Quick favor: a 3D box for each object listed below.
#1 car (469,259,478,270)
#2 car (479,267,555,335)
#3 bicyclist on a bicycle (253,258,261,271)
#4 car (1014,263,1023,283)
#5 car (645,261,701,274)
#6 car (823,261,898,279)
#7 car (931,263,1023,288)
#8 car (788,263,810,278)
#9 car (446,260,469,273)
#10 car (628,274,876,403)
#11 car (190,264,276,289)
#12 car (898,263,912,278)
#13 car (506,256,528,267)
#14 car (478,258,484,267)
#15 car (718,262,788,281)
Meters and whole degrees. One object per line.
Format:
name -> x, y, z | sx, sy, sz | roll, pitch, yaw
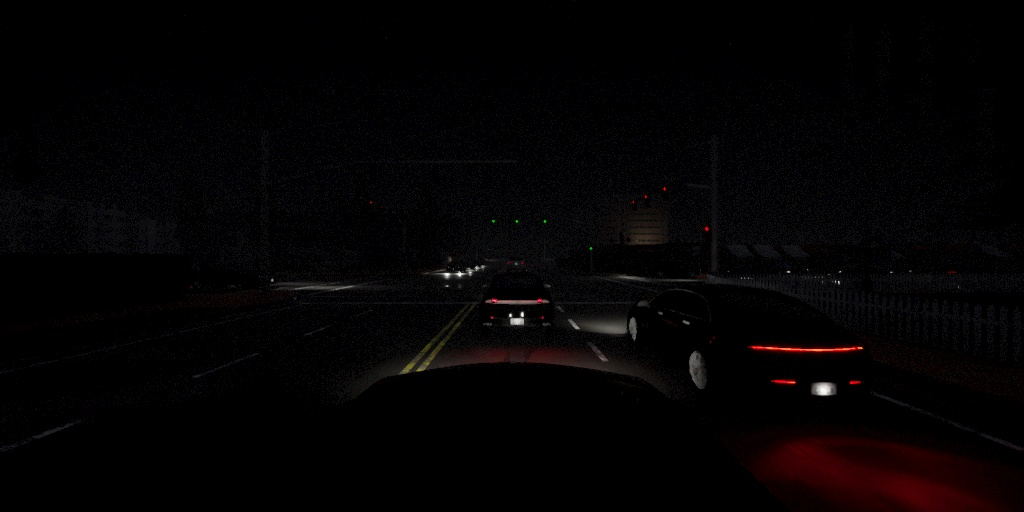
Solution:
car -> -6.759, 1.276, 54.093 | 1.812, 1.442, 4.674 | 0, 0, 1
car -> 0.134, 1.242, 10.428 | 2.128, 1.511, 4.902 | 0, 0, 0
bicyclist on a bicycle -> -26.163, 1.051, 36.762 | 0.582, 1.620, 1.656 | 0, 0, -3
car -> 40.959, 1.254, 26.637 | 4.892, 1.490, 1.837 | 0, 0, -1
car -> 14.931, 1.255, 33.416 | 4.892, 1.490, 1.837 | 0, 0, 1
car -> 28.885, 1.276, 30.102 | 4.674, 1.442, 1.812 | 0, 0, -1
car -> 29.827, 1.241, 22.928 | 4.902, 1.511, 2.128 | 0, 0, -1
car -> 24.670, 1.297, 33.534 | 5.357, 1.411, 2.033 | 0, 0, -1
car -> -6.830, 1.255, 44.270 | 1.837, 1.490, 4.892 | 0, 0, 0
car -> 3.590, 1.256, 6.507 | 1.837, 1.490, 4.892 | 0, 0, 1
car -> -17.363, 1.241, 22.226 | 4.902, 1.511, 2.128 | 0, 0, -2
car -> 34.494, 1.241, 33.710 | 4.902, 1.511, 2.128 | 0, 0, -1
car -> 0.465, 0.971, 45.175 | 2.150, 2.045, 5.566 | 0, 0, -1
car -> -6.653, 1.314, 64.136 | 1.994, 1.385, 4.181 | 0, 0, 1
car -> 19.625, 1.241, 29.938 | 4.902, 1.511, 2.128 | 0, 0, -1
